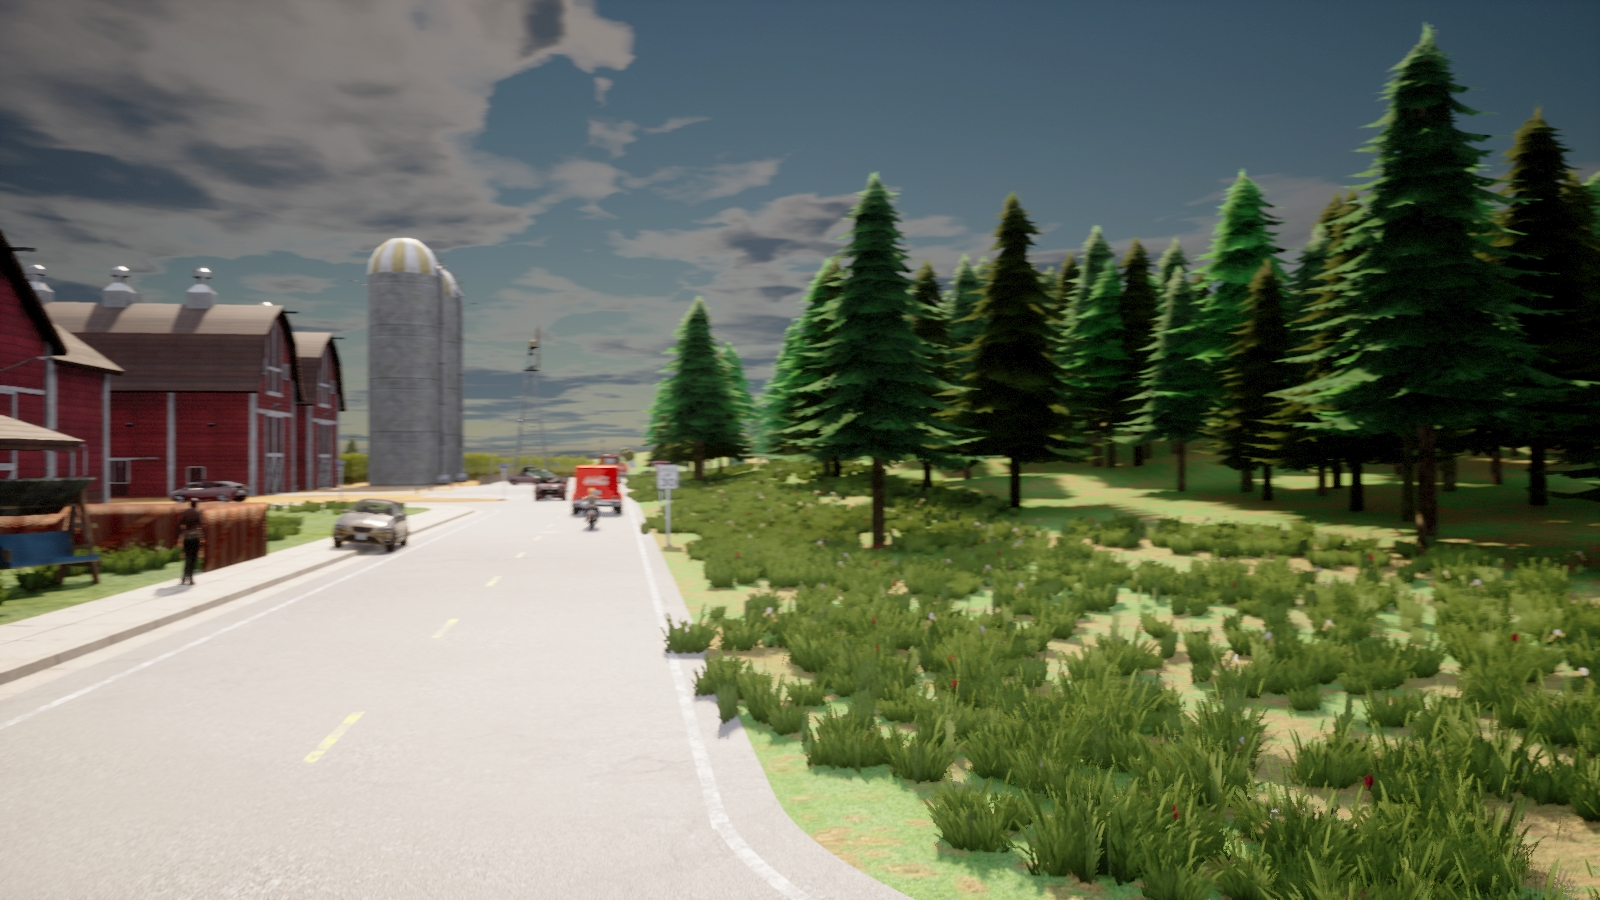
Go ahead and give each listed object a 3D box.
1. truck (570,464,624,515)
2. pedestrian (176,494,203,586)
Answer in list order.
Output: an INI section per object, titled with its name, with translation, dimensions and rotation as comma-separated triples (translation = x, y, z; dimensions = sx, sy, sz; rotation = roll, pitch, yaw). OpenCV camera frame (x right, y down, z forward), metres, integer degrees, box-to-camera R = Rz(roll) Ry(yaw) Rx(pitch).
[truck]
translation = -10.477, 2.000, 59.213
dimensions = 2.627, 2.467, 5.204
rotation = 0, 0, -9
[pedestrian]
translation = -12.558, 1.838, 23.499
dimensions = 0.375, 1.860, 0.375
rotation = 0, 0, -7
